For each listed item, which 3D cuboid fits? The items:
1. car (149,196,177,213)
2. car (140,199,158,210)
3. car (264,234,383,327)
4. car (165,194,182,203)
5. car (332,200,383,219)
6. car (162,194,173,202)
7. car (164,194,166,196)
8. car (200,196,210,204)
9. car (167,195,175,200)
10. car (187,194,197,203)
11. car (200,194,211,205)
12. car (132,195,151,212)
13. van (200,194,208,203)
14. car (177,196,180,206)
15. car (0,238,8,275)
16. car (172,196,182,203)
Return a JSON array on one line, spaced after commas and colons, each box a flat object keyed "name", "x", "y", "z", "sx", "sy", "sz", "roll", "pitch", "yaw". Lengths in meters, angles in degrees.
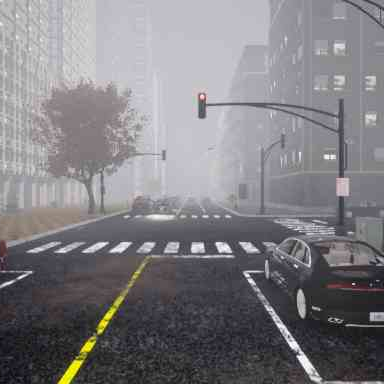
[{"name": "car", "x": -3.147, "y": 1.510, "z": 37.139, "sx": 2.128, "sy": 1.511, "sz": 4.902, "roll": 0, "pitch": 0, "yaw": 0}, {"name": "car", "x": -5.750, "y": 1.592, "z": 44.847, "sx": 1.947, "sy": 1.339, "sz": 4.313, "roll": 0, "pitch": 0, "yaw": 0}, {"name": "car", "x": 2.679, "y": 1.551, "z": 6.946, "sx": 2.008, "sy": 1.369, "sz": 4.403, "roll": 0, "pitch": 0, "yaw": 0}, {"name": "car", "x": -3.154, "y": 1.517, "z": 57.751, "sx": 1.882, "sy": 1.535, "sz": 5.008, "roll": 0, "pitch": 0, "yaw": 0}, {"name": "car", "x": 13.391, "y": 1.350, "z": 26.366, "sx": 4.403, "sy": 1.369, "sz": 2.008, "roll": -1, "pitch": 1, "yaw": -1}, {"name": "car", "x": -5.793, "y": 1.385, "z": 77.983, "sx": 2.192, "sy": 1.841, "sz": 5.009, "roll": 0, "pitch": 0, "yaw": 0}, {"name": "car", "x": -5.786, "y": 1.627, "z": 72.461, "sx": 1.947, "sy": 1.339, "sz": 4.313, "roll": 0, "pitch": 0, "yaw": 0}, {"name": "car", "x": 2.602, "y": 1.578, "z": 67.118, "sx": 1.752, "sy": 1.417, "sz": 4.829, "roll": 0, "pitch": 0, "yaw": 0}, {"name": "car", "x": -5.814, "y": 1.654, "z": 94.552, "sx": 2.008, "sy": 1.369, "sz": 4.403, "roll": 0, "pitch": 0, "yaw": 0}, {"name": "car", "x": -0.089, "y": 1.602, "z": 68.653, "sx": 2.033, "sy": 1.411, "sz": 5.357, "roll": 0, "pitch": 0, "yaw": 0}, {"name": "car", "x": 2.610, "y": 1.610, "z": 61.425, "sx": 1.947, "sy": 1.339, "sz": 4.313, "roll": 0, "pitch": 0, "yaw": 0}, {"name": "car", "x": -5.743, "y": 1.336, "z": 39.324, "sx": 2.192, "sy": 1.841, "sz": 5.009, "roll": 0, "pitch": 0, "yaw": 0}, {"name": "van", "x": 2.595, "y": 1.402, "z": 72.472, "sx": 1.690, "sy": 1.788, "sz": 3.998, "roll": 0, "pitch": 0, "yaw": 0}, {"name": "car", "x": -3.159, "y": 1.630, "z": 47.412, "sx": 1.895, "sy": 1.301, "sz": 4.718, "roll": 0, "pitch": 0, "yaw": 0}, {"name": "car", "x": -5.701, "y": 1.545, "z": 6.936, "sx": 1.887, "sy": 1.381, "sz": 4.507, "roll": 0, "pitch": 0, "yaw": 0}, {"name": "car", "x": -3.090, "y": 1.527, "z": 69.715, "sx": 1.882, "sy": 1.535, "sz": 5.008, "roll": 0, "pitch": 0, "yaw": 0}]
